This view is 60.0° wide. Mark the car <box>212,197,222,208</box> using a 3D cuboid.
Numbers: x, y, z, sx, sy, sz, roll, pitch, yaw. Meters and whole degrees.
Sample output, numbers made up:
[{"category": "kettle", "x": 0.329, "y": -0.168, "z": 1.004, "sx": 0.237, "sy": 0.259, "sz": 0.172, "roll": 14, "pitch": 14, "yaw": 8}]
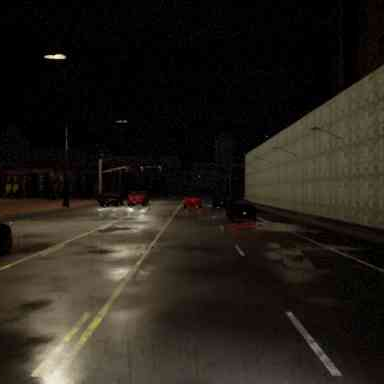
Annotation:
[{"category": "car", "x": 3.585, "y": 1.257, "z": 42.199, "sx": 1.994, "sy": 1.385, "sz": 4.181, "roll": 0, "pitch": 0, "yaw": 0}]

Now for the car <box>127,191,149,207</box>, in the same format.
[{"category": "car", "x": -7.055, "y": 0.904, "z": 43.925, "sx": 2.150, "sy": 2.045, "sz": 5.566, "roll": 0, "pitch": 0, "yaw": 0}]

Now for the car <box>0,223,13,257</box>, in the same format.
[{"category": "car", "x": -7.082, "y": 1.454, "z": 9.743, "sx": 1.812, "sy": 1.442, "sz": 4.674, "roll": 0, "pitch": 0, "yaw": 0}]

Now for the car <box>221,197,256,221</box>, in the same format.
[{"category": "car", "x": 3.600, "y": 1.293, "z": 25.310, "sx": 1.882, "sy": 1.535, "sz": 5.008, "roll": 0, "pitch": 0, "yaw": 0}]

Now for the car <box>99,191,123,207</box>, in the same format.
[{"category": "car", "x": -10.556, "y": 0.904, "z": 43.894, "sx": 2.150, "sy": 2.045, "sz": 5.566, "roll": 0, "pitch": 0, "yaw": 0}]

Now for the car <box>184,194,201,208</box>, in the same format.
[{"category": "car", "x": 0.085, "y": 1.041, "z": 42.580, "sx": 2.097, "sy": 1.767, "sz": 4.553, "roll": 0, "pitch": 0, "yaw": 0}]
